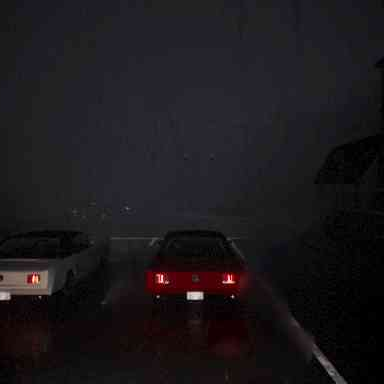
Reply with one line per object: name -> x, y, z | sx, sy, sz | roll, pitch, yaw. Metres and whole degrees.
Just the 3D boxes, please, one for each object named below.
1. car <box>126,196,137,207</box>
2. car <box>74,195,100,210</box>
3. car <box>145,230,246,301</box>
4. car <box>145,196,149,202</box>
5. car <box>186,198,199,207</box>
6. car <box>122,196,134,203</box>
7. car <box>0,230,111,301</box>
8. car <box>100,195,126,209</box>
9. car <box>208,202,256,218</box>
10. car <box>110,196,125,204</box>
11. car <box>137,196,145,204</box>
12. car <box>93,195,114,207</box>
car -> -10.615, 1.352, 52.671 | 2.097, 1.767, 4.553 | 0, 0, 0
car -> -14.119, 1.492, 44.168 | 2.128, 1.511, 4.902 | 0, 0, 0
car -> 0.074, 1.601, 8.280 | 1.895, 1.301, 4.718 | 0, 0, 0
car -> -10.534, 1.536, 72.994 | 2.033, 1.411, 5.357 | 0, 0, 0
car -> 0.074, 1.564, 52.808 | 1.994, 1.385, 4.181 | 0, 0, 0
car -> -14.034, 1.519, 73.025 | 1.812, 1.442, 4.674 | 0, 0, 0
car -> -3.427, 1.601, 8.261 | 1.895, 1.301, 4.718 | 0, 0, 0
car -> -10.616, 1.526, 44.947 | 1.812, 1.442, 4.674 | 0, 0, 0
car -> 3.611, 1.590, 29.999 | 4.181, 1.385, 1.994 | 1, 0, 22
car -> -14.080, 1.564, 63.103 | 1.994, 1.385, 4.181 | 0, 0, 0
car -> -10.577, 1.564, 62.601 | 1.994, 1.385, 4.181 | 0, 0, 1
car -> -14.111, 1.352, 53.221 | 2.097, 1.767, 4.553 | 0, 0, 1
